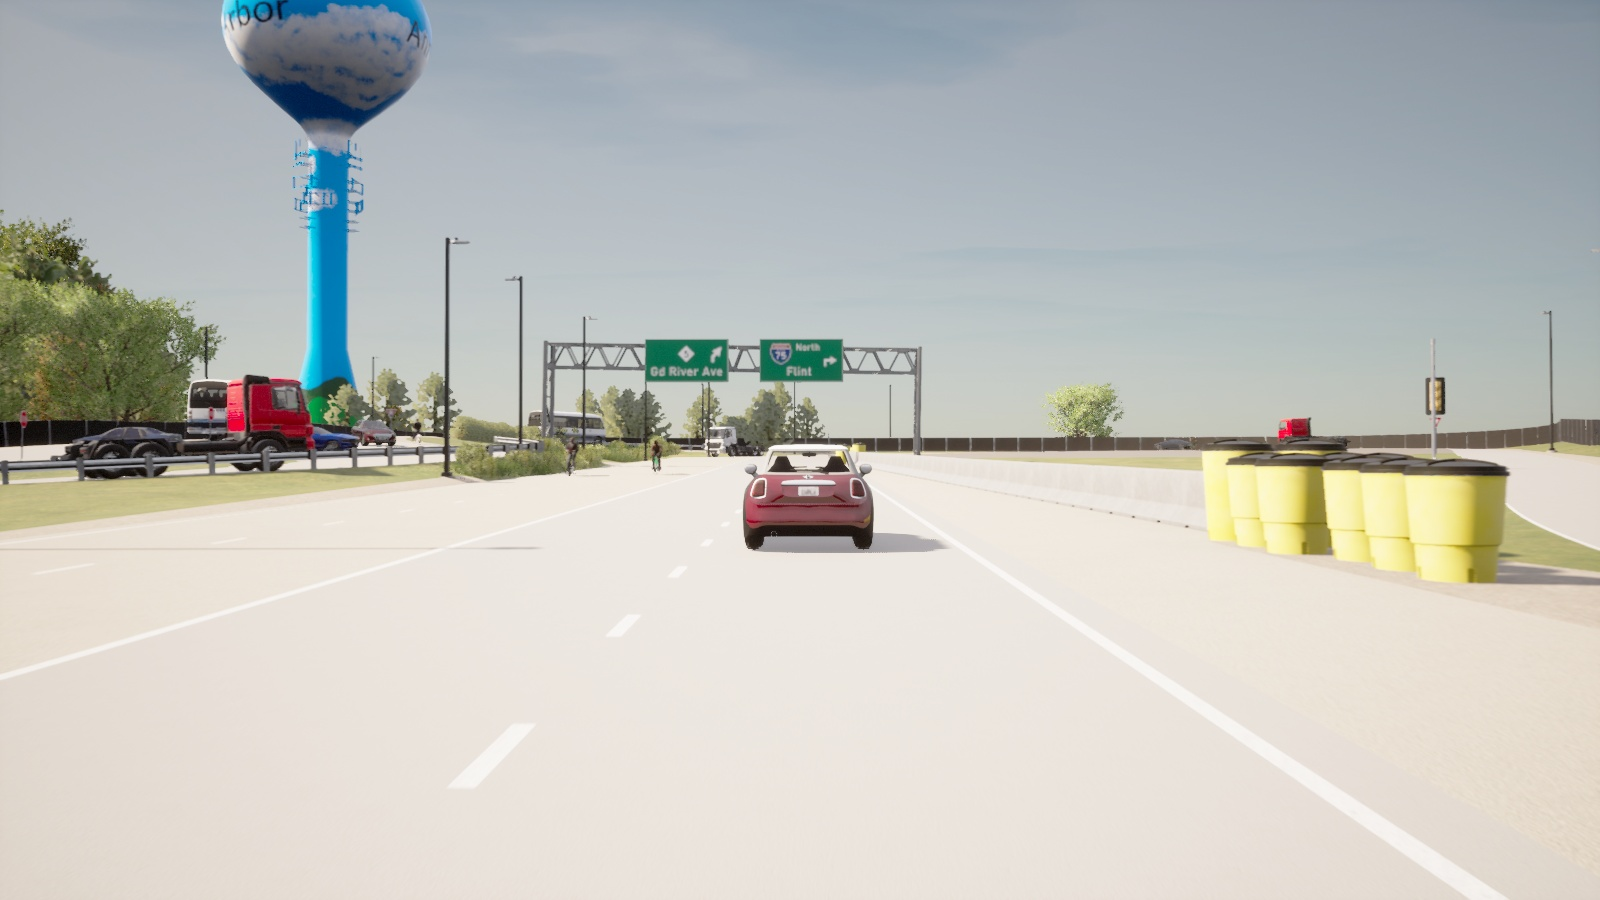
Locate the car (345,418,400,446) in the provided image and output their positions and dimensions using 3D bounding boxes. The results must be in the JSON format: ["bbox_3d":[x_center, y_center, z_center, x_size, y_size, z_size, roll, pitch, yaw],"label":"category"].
[{"bbox_3d":[-26.693,-1.121,78.314,2.033,1.649,4.856,0,1,-33],"label":"car"}]

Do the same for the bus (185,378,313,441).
[{"bbox_3d":[-39.655,-2.881,90.920,3.944,4.253,10.273,1,1,6],"label":"bus"}]

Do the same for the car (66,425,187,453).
[{"bbox_3d":[-36.222,-0.602,67.646,5.357,1.411,2.033,0,3,-4],"label":"car"}]

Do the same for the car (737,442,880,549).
[{"bbox_3d":[0.124,0.611,19.184,1.970,1.475,3.806,0,0,0],"label":"car"}]

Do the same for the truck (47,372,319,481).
[{"bbox_3d":[-21.364,-0.897,43.845,7.936,3.462,2.891,-3,2,-42],"label":"truck"}]

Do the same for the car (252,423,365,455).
[{"bbox_3d":[-25.113,-0.578,64.265,5.008,1.535,1.882,-1,2,1],"label":"car"}]
